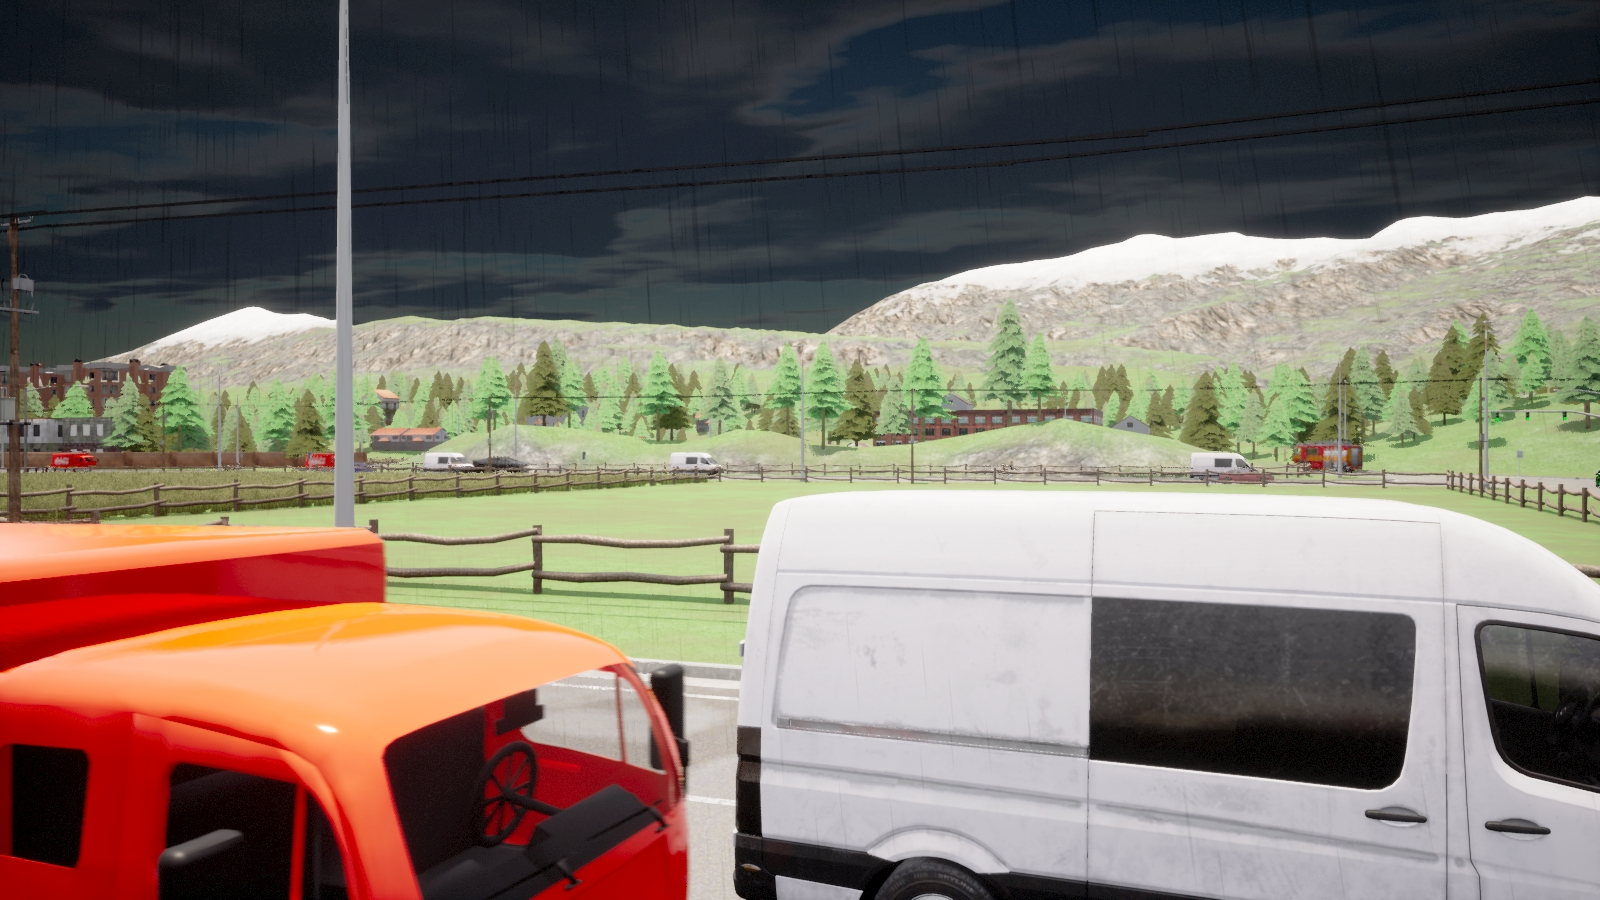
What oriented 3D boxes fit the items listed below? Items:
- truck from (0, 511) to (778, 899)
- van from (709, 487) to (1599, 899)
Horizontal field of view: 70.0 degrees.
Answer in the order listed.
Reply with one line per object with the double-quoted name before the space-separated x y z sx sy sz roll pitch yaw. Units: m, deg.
"truck" -2.996 1.575 4.551 5.204 2.467 2.627 0 0 22
"van" 2.633 1.535 6.060 5.915 2.561 1.988 0 0 20
